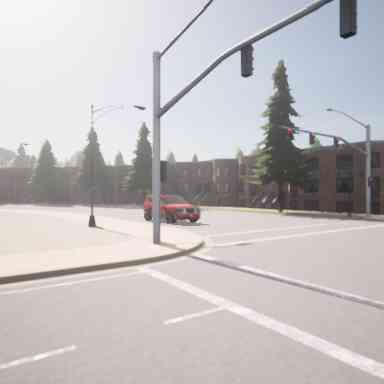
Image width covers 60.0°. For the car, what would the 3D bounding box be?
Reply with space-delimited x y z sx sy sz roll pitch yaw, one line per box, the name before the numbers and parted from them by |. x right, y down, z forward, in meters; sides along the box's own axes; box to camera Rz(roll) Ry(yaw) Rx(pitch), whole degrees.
car | -1.657 1.241 24.835 2.150 2.045 5.566 0 0 -36
